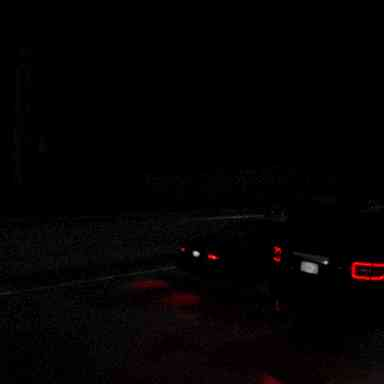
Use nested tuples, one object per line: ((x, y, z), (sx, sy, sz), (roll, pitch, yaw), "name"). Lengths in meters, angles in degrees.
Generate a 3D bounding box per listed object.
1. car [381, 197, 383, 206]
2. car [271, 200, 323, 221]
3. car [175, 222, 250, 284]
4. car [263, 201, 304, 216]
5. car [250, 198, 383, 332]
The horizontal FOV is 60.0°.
((34.057, 1.661, 57.374), (2.033, 1.411, 5.357), (0, 0, 24), "car")
((9.146, 1.538, 28.733), (4.902, 1.511, 2.128), (0, 0, -43), "car")
((2.133, 1.561, 9.565), (5.357, 1.411, 2.033), (0, 0, -36), "car")
((9.354, 1.653, 33.713), (1.895, 1.301, 4.718), (0, 0, 45), "car")
((3.950, 1.235, 6.565), (5.566, 2.045, 2.150), (0, 0, -36), "car")
